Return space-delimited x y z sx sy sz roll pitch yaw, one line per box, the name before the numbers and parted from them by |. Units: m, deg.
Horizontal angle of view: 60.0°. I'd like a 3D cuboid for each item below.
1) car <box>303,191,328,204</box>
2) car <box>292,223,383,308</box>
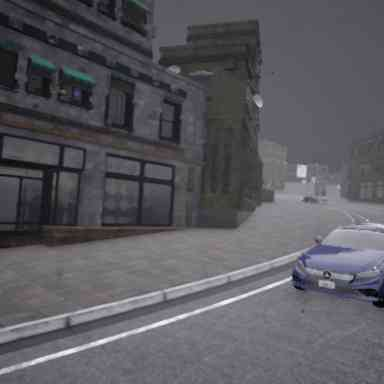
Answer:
car | 17.800 0.749 47.999 2.097 1.767 4.553 3 2 -3
car | 4.203 1.533 8.201 1.812 1.442 4.674 1 1 43
